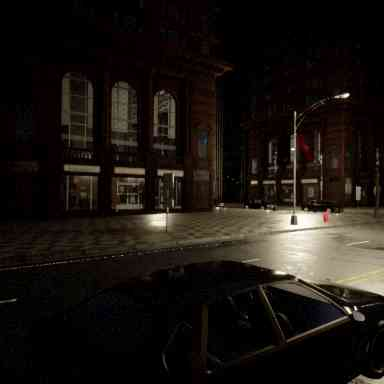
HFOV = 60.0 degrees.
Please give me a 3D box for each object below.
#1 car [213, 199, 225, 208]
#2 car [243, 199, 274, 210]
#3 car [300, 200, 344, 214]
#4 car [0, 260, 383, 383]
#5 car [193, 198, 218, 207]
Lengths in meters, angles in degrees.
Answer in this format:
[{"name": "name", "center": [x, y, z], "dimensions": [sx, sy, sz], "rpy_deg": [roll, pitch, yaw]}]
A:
[{"name": "car", "center": [3.349, 1.789, 53.358], "dimensions": [1.812, 1.442, 4.674], "rpy_deg": [1, -1, -35]}, {"name": "car", "center": [9.105, 1.722, 45.245], "dimensions": [1.837, 1.490, 4.892], "rpy_deg": [1, -1, -35]}, {"name": "car", "center": [14.605, 1.679, 37.492], "dimensions": [1.837, 1.490, 4.892], "rpy_deg": [1, -1, -35]}, {"name": "car", "center": [0.423, 1.548, 3.744], "dimensions": [5.357, 1.411, 2.033], "rpy_deg": [0, 0, -36]}, {"name": "car", "center": [2.377, 1.807, 60.257], "dimensions": [1.882, 1.535, 5.008], "rpy_deg": [1, -1, -35]}]
